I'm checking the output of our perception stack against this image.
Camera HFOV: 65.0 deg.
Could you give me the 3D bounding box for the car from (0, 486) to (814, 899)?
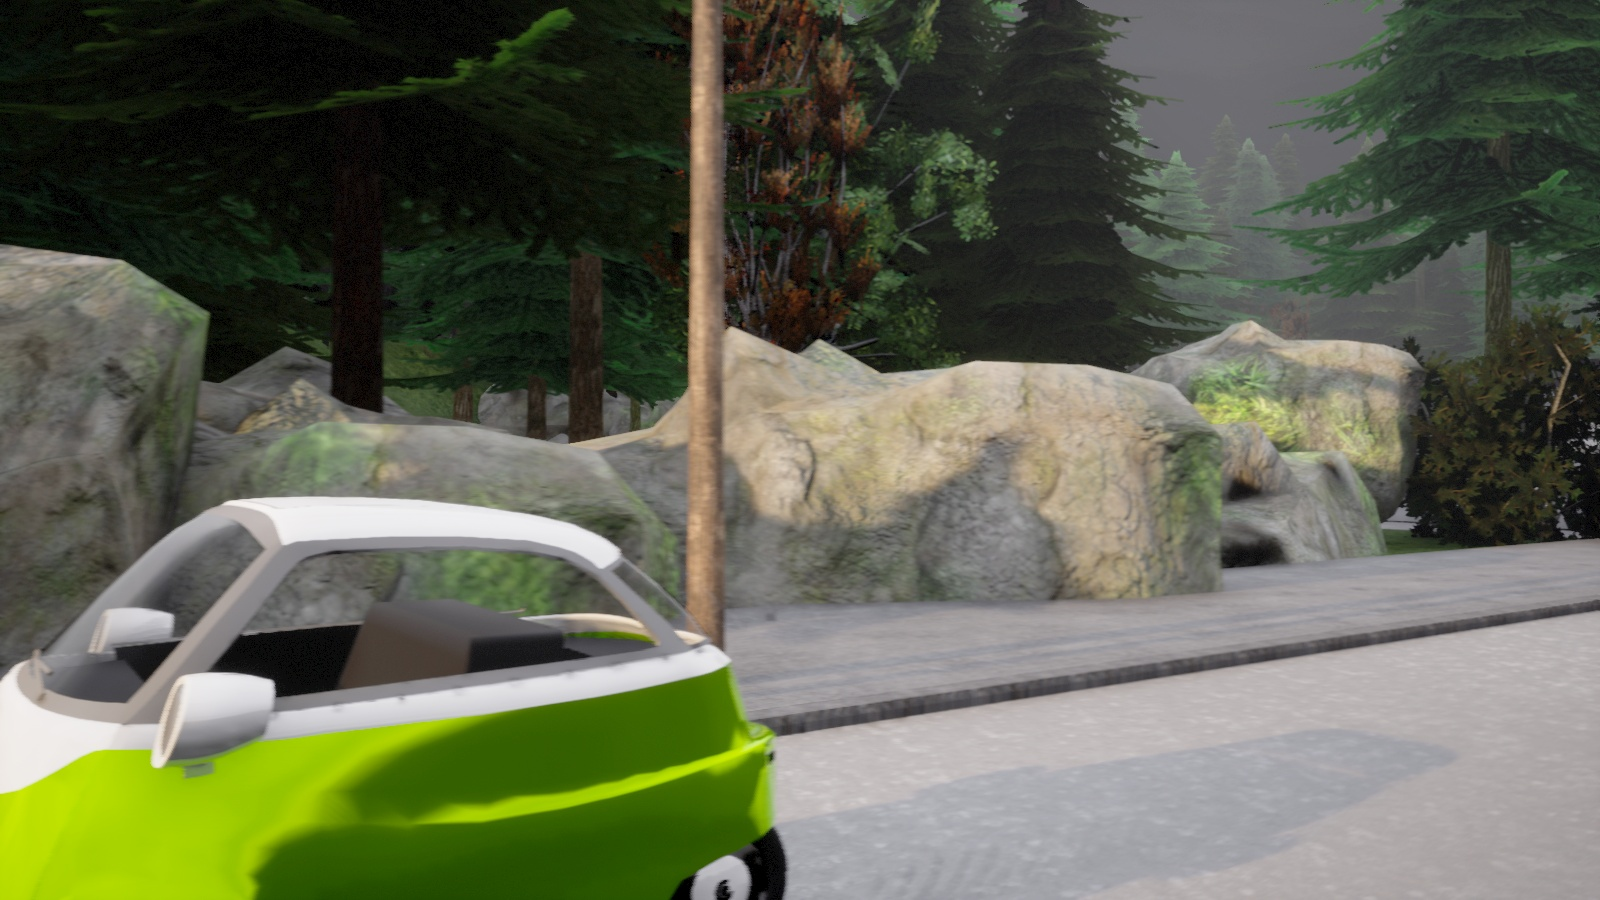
[{"bbox_3d":[-1.294,0.810,3.367,2.207,1.376,1.481,0,0,-35],"label":"car"}]
